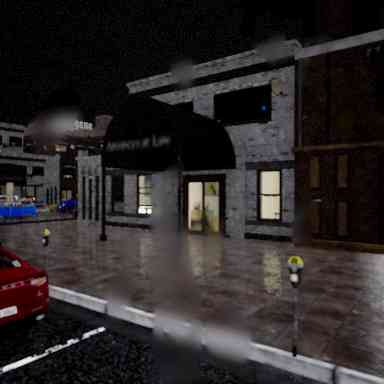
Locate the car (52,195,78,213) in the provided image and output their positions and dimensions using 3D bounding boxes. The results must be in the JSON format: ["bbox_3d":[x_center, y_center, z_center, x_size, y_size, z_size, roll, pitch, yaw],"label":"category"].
[{"bbox_3d":[-13.793,1.419,41.141,2.150,2.045,5.566,0,0,36],"label":"car"}]

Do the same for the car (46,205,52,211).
[{"bbox_3d":[-16.113,1.714,42.354,1.752,1.417,4.829,0,0,35],"label":"car"}]

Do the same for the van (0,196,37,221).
[{"bbox_3d":[-15.508,1.526,28.625,1.690,1.788,3.998,0,0,35],"label":"van"}]

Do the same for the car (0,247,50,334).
[{"bbox_3d":[-4.412,1.571,6.013,4.507,1.381,1.887,0,0,35],"label":"car"}]
